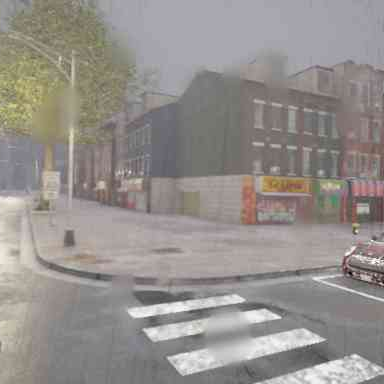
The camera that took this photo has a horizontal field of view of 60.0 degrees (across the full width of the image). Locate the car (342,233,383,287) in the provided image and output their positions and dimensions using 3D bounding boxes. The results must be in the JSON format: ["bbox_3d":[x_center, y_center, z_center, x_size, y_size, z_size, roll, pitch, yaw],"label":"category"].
[{"bbox_3d":[6.043,1.626,9.033,4.097,1.590,1.967,2,0,-27],"label":"car"}]
